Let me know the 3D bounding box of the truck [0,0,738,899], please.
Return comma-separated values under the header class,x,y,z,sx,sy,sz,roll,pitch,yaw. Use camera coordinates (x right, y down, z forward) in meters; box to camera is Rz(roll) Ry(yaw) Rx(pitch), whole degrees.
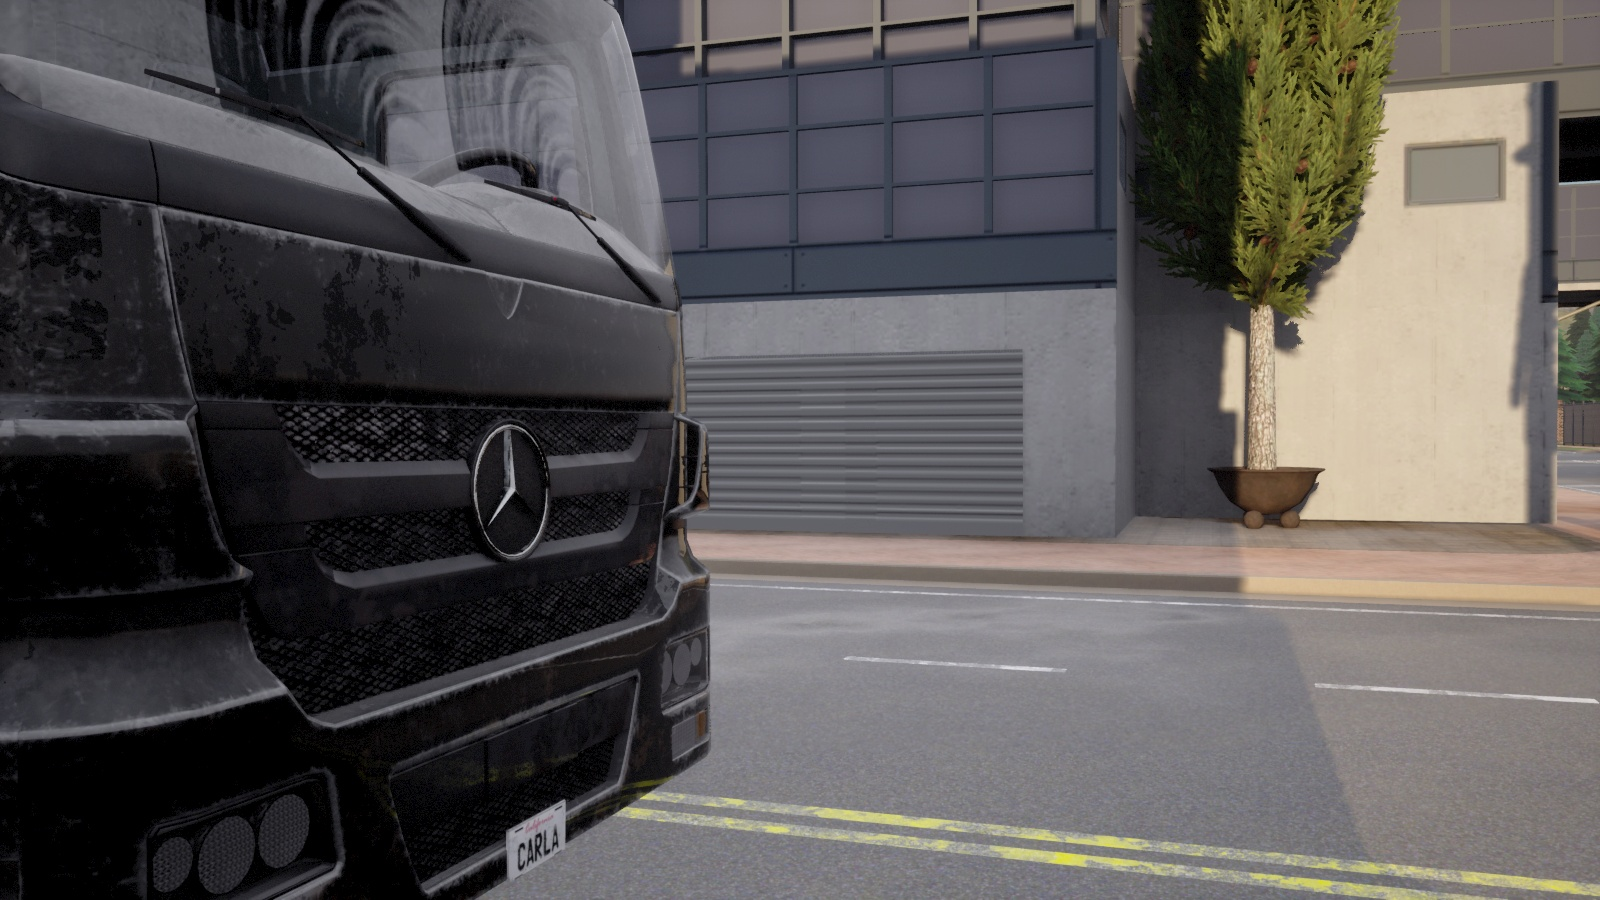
class,x,y,z,sx,sy,sz,roll,pitch,yaw
truck,-4.464,-0.248,4.736,7.936,3.462,2.891,1,1,20
